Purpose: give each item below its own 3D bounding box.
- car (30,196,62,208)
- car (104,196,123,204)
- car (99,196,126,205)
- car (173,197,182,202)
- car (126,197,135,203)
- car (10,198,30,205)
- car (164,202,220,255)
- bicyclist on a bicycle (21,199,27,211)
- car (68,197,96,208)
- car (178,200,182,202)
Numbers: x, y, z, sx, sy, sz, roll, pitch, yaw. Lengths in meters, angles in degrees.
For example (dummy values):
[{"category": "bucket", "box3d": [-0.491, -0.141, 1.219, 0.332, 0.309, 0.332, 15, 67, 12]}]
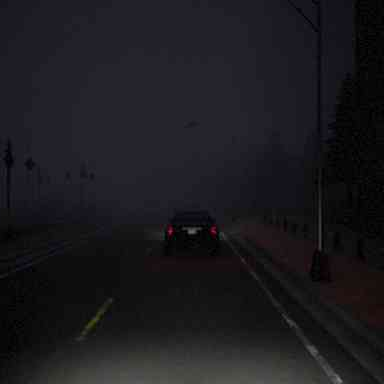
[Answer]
[{"category": "car", "box3d": [-24.806, 1.927, 56.524, 3.806, 1.475, 1.970, 0, -1, 0]}, {"category": "car", "box3d": [-17.662, 1.792, 75.035, 3.866, 1.878, 1.905, 0, -1, 0]}, {"category": "car", "box3d": [-17.249, 1.786, 72.130, 4.605, 1.855, 1.932, 0, -1, 0]}, {"category": "car", "box3d": [-3.498, 2.100, 80.012, 2.097, 1.767, 4.553, 0, -1, 0]}, {"category": "car", "box3d": [-17.663, 1.988, 87.828, 5.027, 1.636, 2.152, 0, -1, 0]}, {"category": "car", "box3d": [-35.799, 1.975, 68.515, 3.633, 1.501, 1.845, 0, -1, 0]}, {"category": "car", "box3d": [0.003, 1.482, 14.084, 2.097, 1.767, 4.553, 0, -1, 0]}, {"category": "bicyclist on a bicycle", "box3d": [-21.893, 1.722, 43.427, 0.582, 1.620, 1.656, 0, 0, -1]}, {"category": "car", "box3d": [-17.385, 1.889, 53.544, 3.633, 1.501, 1.845, 0, -1, 0]}, {"category": "car", "box3d": [0.004, 1.768, 29.288, 2.128, 1.511, 4.902, 0, 0, 0]}]
